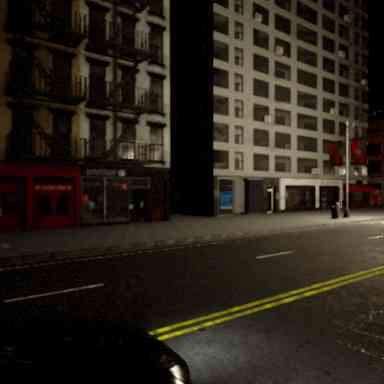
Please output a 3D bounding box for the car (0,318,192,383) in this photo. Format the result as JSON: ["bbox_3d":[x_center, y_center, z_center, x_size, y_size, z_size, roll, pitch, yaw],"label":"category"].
[{"bbox_3d":[-2.187,1.508,1.880,4.892,1.490,1.837,0,0,-36],"label":"car"}]
